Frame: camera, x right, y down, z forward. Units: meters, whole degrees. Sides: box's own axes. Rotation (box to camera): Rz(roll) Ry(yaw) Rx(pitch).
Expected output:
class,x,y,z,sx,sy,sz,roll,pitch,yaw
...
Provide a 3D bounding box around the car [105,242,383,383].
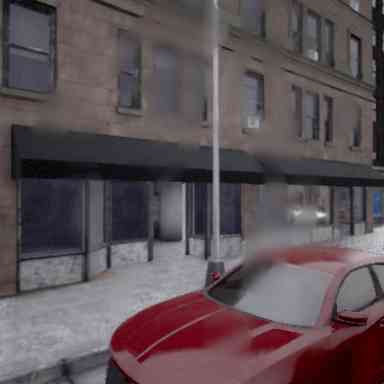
class,x,y,z,sx,sy,sz,roll,pitch,yaw
car,1.423,1.484,4.193,5.008,1.535,1.882,0,0,-38
